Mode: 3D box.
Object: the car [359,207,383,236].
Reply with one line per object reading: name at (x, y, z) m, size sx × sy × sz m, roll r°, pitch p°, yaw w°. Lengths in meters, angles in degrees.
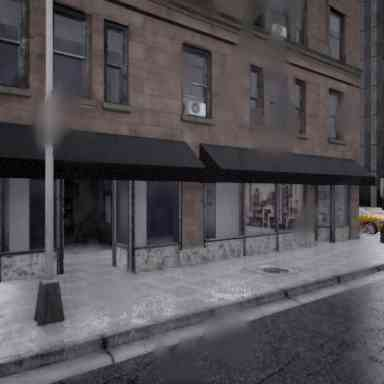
car at (8.982, 1.487, 18.996) m, size 1.882 × 1.535 × 5.008 m, roll 0°, pitch 0°, yaw -35°
